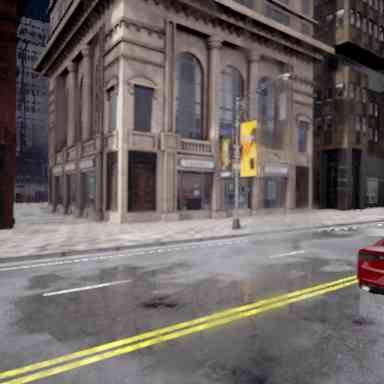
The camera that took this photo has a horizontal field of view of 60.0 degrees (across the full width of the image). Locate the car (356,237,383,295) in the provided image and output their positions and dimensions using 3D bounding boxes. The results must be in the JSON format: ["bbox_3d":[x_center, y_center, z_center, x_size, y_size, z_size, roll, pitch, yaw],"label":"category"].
[{"bbox_3d":[5.723,1.476,7.521,5.008,1.535,1.882,0,0,-35],"label":"car"}]
